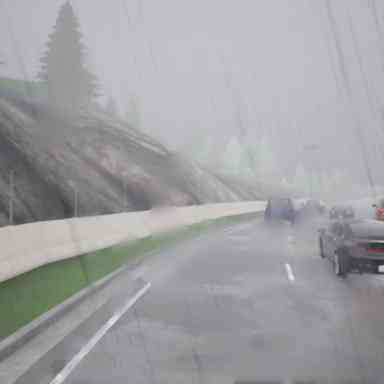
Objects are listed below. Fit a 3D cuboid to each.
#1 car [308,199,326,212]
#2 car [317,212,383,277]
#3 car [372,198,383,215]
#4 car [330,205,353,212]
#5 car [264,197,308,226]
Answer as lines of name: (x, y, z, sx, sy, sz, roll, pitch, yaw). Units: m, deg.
car: (14.978, 1.644, 40.538, 2.097, 1.767, 4.553, 0, 0, 27)
car: (5.144, 1.592, 10.264, 1.837, 1.490, 4.892, 0, 0, 13)
car: (13.721, 1.436, 22.694, 2.150, 2.045, 5.566, 0, 0, 26)
car: (13.946, 1.848, 30.881, 1.895, 1.301, 4.718, 0, 0, 27)
car: (7.042, 1.381, 25.048, 2.150, 2.045, 5.566, 0, 0, 27)
